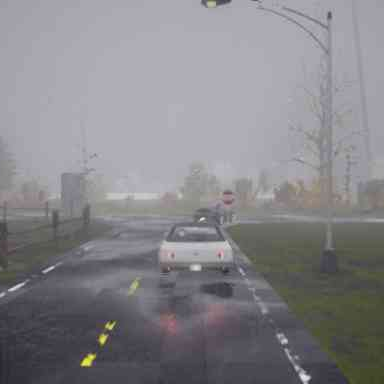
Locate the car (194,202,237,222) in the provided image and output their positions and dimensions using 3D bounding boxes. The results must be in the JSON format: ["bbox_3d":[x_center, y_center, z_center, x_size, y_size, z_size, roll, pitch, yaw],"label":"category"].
[{"bbox_3d":[1.722,1.482,23.491,1.837,1.490,4.892,-1,0,24],"label":"car"}]

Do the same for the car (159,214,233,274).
[{"bbox_3d":[0.100,1.588,10.458,1.895,1.301,4.718,0,0,0],"label":"car"}]
